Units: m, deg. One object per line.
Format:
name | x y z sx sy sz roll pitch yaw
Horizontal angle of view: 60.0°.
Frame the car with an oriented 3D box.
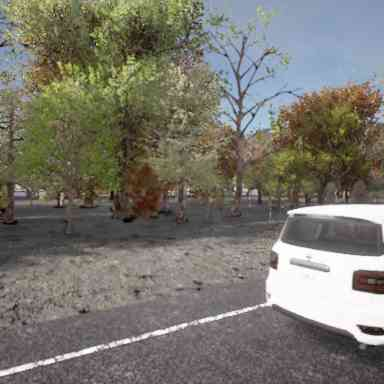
car | 3.814 1.242 6.012 5.566 2.045 2.150 0 0 -34
